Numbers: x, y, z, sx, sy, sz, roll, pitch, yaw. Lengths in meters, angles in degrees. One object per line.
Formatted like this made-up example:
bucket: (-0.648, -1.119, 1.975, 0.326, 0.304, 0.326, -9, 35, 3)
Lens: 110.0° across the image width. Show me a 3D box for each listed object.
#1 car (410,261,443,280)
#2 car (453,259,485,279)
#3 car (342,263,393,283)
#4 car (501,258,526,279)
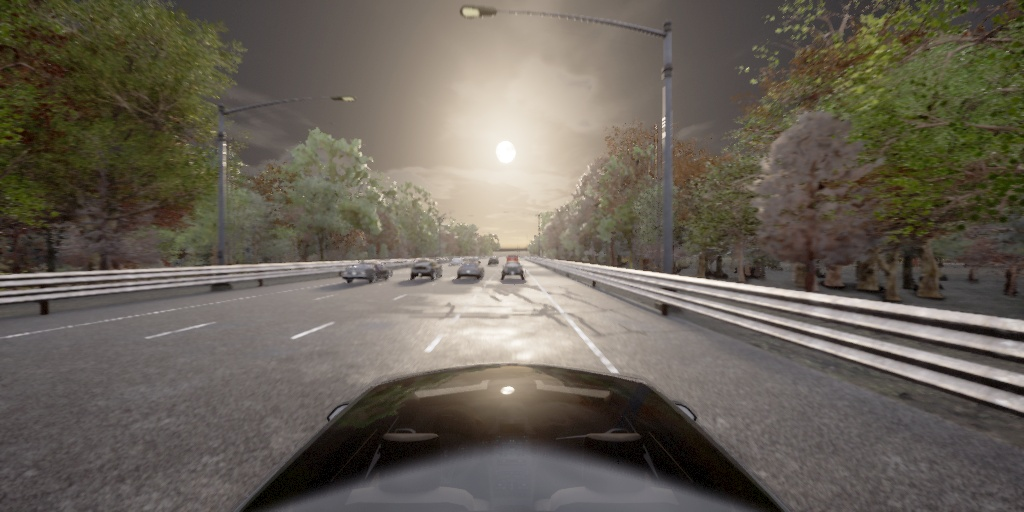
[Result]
car: (-6.939, 1.132, 29.509, 1.837, 1.490, 4.892, 0, 1, 0)
car: (-3.434, 1.186, 30.416, 1.994, 1.385, 4.181, 0, 0, 0)
car: (-10.470, 1.187, 26.318, 2.033, 1.411, 5.357, 0, 0, 1)
car: (0.065, 1.148, 30.294, 1.812, 1.442, 4.674, 0, 0, 0)
